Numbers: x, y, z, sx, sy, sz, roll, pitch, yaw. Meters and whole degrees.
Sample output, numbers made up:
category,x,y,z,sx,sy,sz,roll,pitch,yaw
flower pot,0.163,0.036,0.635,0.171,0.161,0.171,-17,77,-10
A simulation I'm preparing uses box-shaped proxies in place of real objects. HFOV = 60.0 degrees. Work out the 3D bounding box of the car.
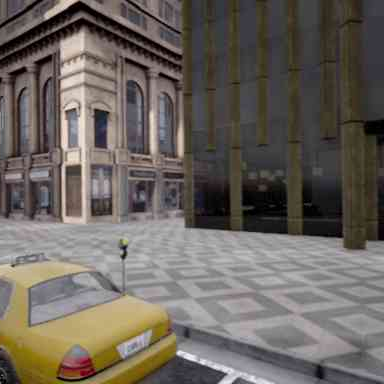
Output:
category,x,y,z,sx,sy,sz,roll,pitch,yaw
car,-2.458,1.565,4.799,4.829,1.417,1.752,-1,0,36
